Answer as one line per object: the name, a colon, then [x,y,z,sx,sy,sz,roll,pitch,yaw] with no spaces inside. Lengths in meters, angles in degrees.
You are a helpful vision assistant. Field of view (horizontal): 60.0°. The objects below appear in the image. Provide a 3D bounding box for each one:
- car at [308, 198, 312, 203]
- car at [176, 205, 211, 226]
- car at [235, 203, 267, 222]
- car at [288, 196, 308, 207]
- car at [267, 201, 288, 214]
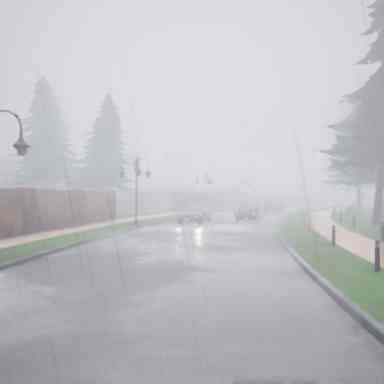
car: [27.445,1.903,84.256,3.866,1.878,1.905,0,-1,43]
car: [0.264,1.745,25.859,1.812,1.442,4.674,0,-1,16]
car: [5.003,1.847,28.667,1.895,1.301,4.718,0,-1,18]
car: [19.266,2.028,62.127,2.128,1.511,4.902,0,-1,40]
car: [10.282,1.863,41.476,1.837,1.490,4.892,0,0,26]
